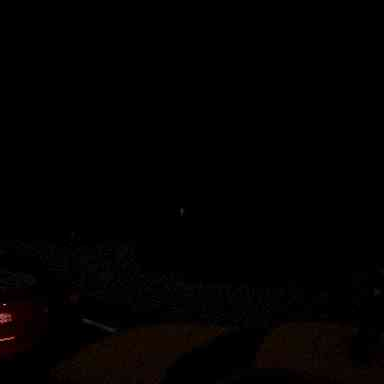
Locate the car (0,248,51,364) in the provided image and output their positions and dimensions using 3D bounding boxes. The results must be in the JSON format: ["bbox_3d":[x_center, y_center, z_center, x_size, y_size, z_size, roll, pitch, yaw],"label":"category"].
[{"bbox_3d":[-3.471,1.573,5.305,4.206,1.307,1.802,0,-1,35],"label":"car"}]

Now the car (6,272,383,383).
[{"bbox_3d":[0.869,1.522,2.243,4.829,1.417,1.752,0,-1,35],"label":"car"}]
